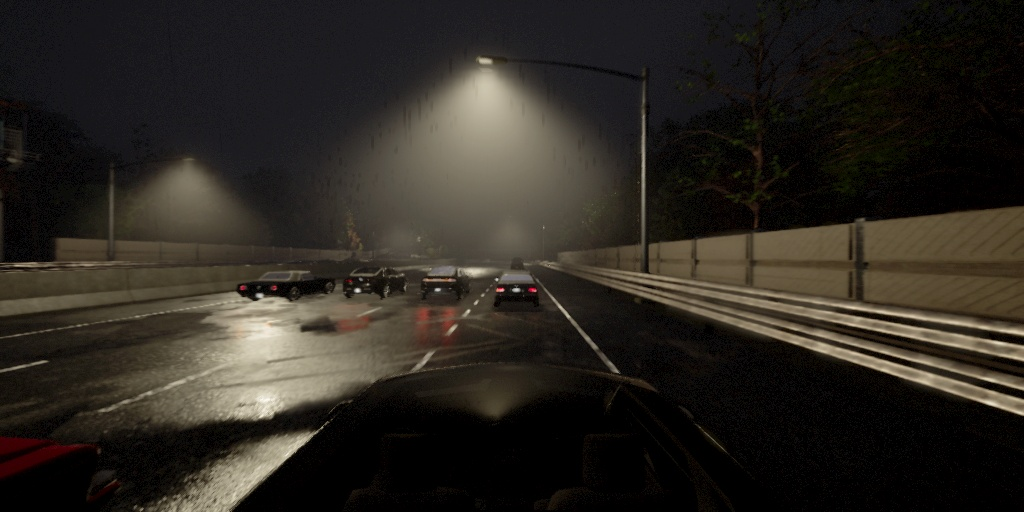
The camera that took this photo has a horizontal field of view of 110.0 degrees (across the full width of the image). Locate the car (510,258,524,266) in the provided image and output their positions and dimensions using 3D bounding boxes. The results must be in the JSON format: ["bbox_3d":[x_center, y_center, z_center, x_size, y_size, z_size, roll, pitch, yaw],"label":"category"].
[{"bbox_3d":[0.716,1.383,50.633,1.882,1.535,5.008,0,0,1],"label":"car"}]

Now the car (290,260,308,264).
[{"bbox_3d":[-30.777,1.290,52.517,2.033,1.411,5.357,0,0,1],"label":"car"}]

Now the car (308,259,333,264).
[{"bbox_3d":[-27.287,1.267,52.601,1.837,1.490,4.892,0,0,1],"label":"car"}]

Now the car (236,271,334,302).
[{"bbox_3d":[-10.181,1.333,16.749,1.895,1.301,4.718,0,0,1],"label":"car"}]

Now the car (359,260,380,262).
[{"bbox_3d":[-20.284,1.328,53.095,1.812,1.442,4.674,0,0,1],"label":"car"}]

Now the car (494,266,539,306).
[{"bbox_3d":[0.204,1.333,15.971,2.033,1.411,5.357,0,0,1],"label":"car"}]

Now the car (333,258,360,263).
[{"bbox_3d":[-23.788,1.134,52.834,2.097,1.767,4.553,0,0,1],"label":"car"}]

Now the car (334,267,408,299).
[{"bbox_3d":[-6.666,1.259,17.984,1.837,1.490,4.892,0,0,1],"label":"car"}]

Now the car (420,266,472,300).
[{"bbox_3d":[-3.165,1.264,17.894,2.128,1.511,4.902,0,0,1],"label":"car"}]
